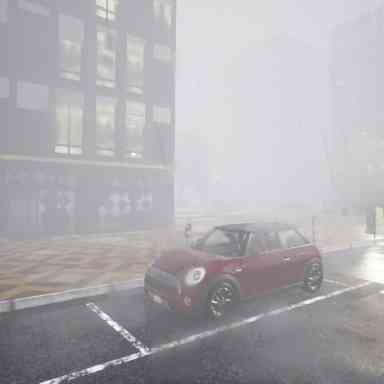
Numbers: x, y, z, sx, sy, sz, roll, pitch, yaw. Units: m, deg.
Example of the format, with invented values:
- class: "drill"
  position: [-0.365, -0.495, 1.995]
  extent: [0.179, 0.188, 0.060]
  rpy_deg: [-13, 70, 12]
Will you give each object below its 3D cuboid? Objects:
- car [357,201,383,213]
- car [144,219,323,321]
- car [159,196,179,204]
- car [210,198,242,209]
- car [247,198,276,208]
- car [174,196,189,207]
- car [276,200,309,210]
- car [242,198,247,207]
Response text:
- class: "car"
  position: [21.047, 1.730, 37.653]
  extent: [1.947, 1.339, 4.313]
  rpy_deg: [1, -1, -35]
- class: "car"
  position: [0.990, 1.442, 7.261]
  extent: [4.097, 1.590, 1.967]
  rpy_deg: [0, 1, -36]
- class: "car"
  position: [-5.206, 1.724, 74.652]
  extent: [2.192, 1.841, 5.009]
  rpy_deg: [1, -1, -35]
- class: "car"
  position: [4.364, 1.678, 46.682]
  extent: [2.008, 1.369, 4.403]
  rpy_deg: [1, -1, -35]
- class: "car"
  position: [11.202, 1.800, 51.527]
  extent: [1.887, 1.381, 4.507]
  rpy_deg: [1, -1, -35]
- class: "car"
  position: [-2.199, 1.733, 55.931]
  extent: [1.887, 1.381, 4.507]
  rpy_deg: [1, -1, -35]
- class: "car"
  position: [14.483, 1.807, 46.902]
  extent: [1.802, 1.307, 4.206]
  rpy_deg: [1, -1, -35]
- class: "car"
  position: [7.920, 1.726, 56.152]
  extent: [1.967, 1.590, 4.097]
  rpy_deg: [1, -1, -35]
